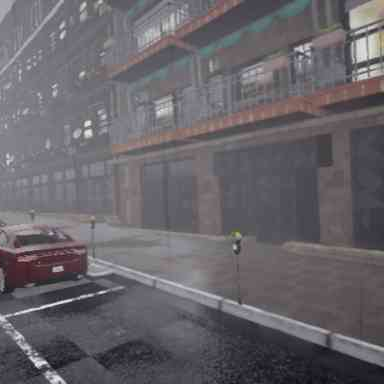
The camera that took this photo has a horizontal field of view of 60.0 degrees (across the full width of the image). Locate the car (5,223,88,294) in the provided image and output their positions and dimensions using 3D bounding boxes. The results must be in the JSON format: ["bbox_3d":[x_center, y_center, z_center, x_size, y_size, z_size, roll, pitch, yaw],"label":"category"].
[{"bbox_3d":[-4.313,1.498,8.640,1.887,1.381,4.507,0,0,-42],"label":"car"}]

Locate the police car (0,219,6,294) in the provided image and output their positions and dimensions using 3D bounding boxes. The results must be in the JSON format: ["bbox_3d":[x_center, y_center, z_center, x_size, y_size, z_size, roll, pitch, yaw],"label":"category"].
[{"bbox_3d":[-4.030,1.432,4.902,1.930,1.638,5.238,-2,1,-27],"label":"police car"}]
